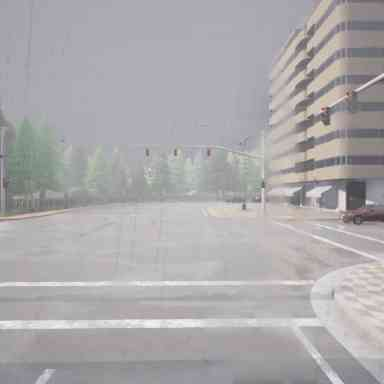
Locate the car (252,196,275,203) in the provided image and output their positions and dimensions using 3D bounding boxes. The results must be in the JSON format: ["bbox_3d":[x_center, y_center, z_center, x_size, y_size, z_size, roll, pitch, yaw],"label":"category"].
[{"bbox_3d":[14.187,1.525,67.903,4.674,1.442,1.812,0,0,-34],"label":"car"}]

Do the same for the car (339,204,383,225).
[{"bbox_3d":[13.161,1.581,24.155,4.674,1.442,1.812,0,0,-1],"label":"car"}]

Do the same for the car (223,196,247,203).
[{"bbox_3d":[8.874,1.547,68.199,5.357,1.411,2.033,0,0,-38],"label":"car"}]

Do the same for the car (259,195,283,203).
[{"bbox_3d":[17.537,1.525,73.805,4.902,1.511,2.128,0,0,-23],"label":"car"}]
